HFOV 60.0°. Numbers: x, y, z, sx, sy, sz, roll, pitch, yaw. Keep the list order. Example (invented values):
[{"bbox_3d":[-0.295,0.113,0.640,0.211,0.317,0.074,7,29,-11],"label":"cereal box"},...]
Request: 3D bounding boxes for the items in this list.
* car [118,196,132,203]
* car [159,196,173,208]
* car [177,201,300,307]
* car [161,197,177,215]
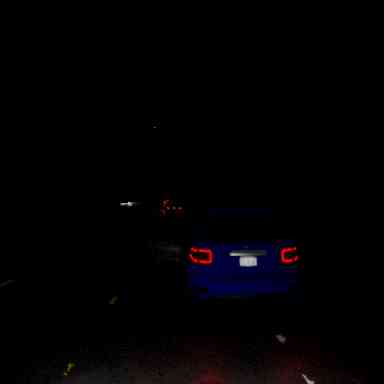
[{"bbox_3d":[-13.306,1.428,65.402,1.994,1.385,4.181,-1,1,-26],"label":"car"},{"bbox_3d":[-3.288,1.361,46.169,2.097,1.767,4.553,-1,1,-12],"label":"car"},{"bbox_3d":[0.815,1.284,8.289,2.150,2.045,5.566,0,0,-3],"label":"car"},{"bbox_3d":[-1.967,1.636,35.630,2.033,1.411,5.357,0,0,-5],"label":"car"}]
